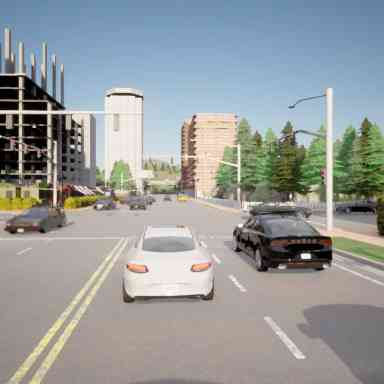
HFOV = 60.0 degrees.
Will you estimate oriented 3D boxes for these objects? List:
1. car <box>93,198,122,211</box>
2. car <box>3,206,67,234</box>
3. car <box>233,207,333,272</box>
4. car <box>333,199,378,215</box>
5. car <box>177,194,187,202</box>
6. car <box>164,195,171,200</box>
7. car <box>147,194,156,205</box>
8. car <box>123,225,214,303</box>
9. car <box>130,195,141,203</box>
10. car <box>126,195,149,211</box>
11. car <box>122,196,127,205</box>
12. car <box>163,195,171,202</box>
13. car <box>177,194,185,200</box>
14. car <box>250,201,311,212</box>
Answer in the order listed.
[{"bbox_3d":[-10.464,1.491,40.266,2.128,1.511,4.902,0,0,1],"label":"car"},{"bbox_3d":[-8.842,1.547,19.382,2.033,1.411,5.357,0,0,-5],"label":"car"},{"bbox_3d":[2.665,1.478,10.903,1.882,1.535,5.008,0,0,-5],"label":"car"},{"bbox_3d":[17.026,1.491,34.053,4.902,1.511,2.128,0,0,-3],"label":"car"},{"bbox_3d":[-2.169,1.470,76.971,1.882,1.535,5.008,0,0,-4],"label":"car"},{"bbox_3d":[-6.362,1.379,86.262,1.994,1.385,4.181,0,0,-4],"label":"car"},{"bbox_3d":[-7.804,1.491,56.982,2.128,1.511,4.902,0,0,-4],"label":"car"},{"bbox_3d":[-0.597,1.526,8.162,1.812,1.442,4.674,0,0,-5],"label":"car"},{"bbox_3d":[-12.410,1.477,73.052,1.882,1.535,5.008,0,0,-4],"label":"car"},{"bbox_3d":[-6.648,1.504,40.962,1.837,1.490,4.892,0,0,-4],"label":"car"},{"bbox_3d":[-11.364,1.477,57.724,1.882,1.535,5.008,0,0,-4],"label":"car"},{"bbox_3d":[-5.732,1.517,77.691,2.128,1.511,4.902,0,0,-4],"label":"car"},{"bbox_3d":[-2.871,1.304,86.518,1.882,1.535,5.008,0,0,-4],"label":"car"},{"bbox_3d":[6.984,1.491,26.573,4.902,1.511,2.128,0,0,6],"label":"car"}]
